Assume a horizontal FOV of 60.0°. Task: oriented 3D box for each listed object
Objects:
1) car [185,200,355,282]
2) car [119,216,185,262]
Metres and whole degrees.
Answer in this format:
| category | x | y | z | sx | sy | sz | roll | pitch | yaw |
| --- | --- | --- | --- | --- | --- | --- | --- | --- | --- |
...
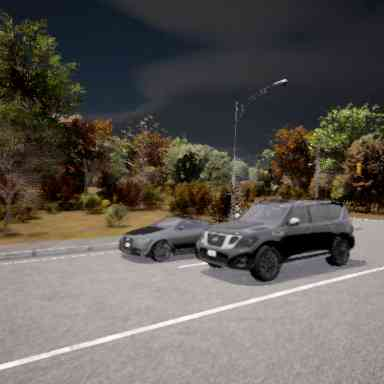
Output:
| category | x | y | z | sx | sy | sz | roll | pitch | yaw |
| --- | --- | --- | --- | --- | --- | --- | --- | --- | --- |
| car | 2.775 | 1.266 | 10.255 | 5.566 | 2.045 | 2.150 | 1 | 0 | -35 |
| car | -0.507 | 1.593 | 12.213 | 4.181 | 1.385 | 1.994 | 1 | 0 | -35 |
